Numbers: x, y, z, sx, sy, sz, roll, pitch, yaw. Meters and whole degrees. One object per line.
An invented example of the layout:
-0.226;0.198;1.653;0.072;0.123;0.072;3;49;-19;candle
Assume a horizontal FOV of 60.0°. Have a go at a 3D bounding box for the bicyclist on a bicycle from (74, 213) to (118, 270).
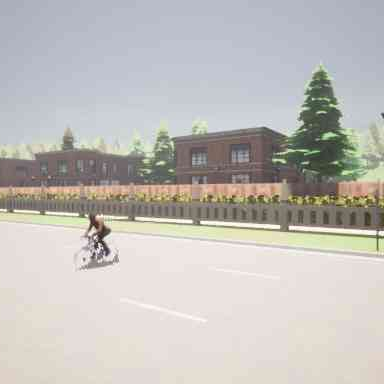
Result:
-2.861;1.454;10.022;0.582;1.620;1.656;0;2;34;bicyclist on a bicycle
